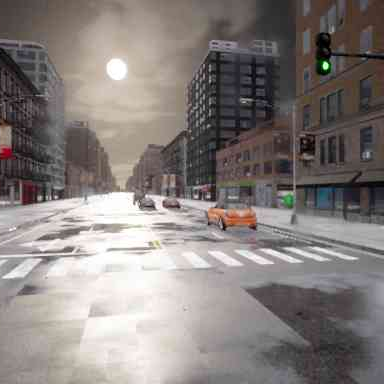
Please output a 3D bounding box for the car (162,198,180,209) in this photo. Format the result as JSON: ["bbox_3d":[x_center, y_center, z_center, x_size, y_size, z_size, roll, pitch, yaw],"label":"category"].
[{"bbox_3d":[-2.834,1.458,44.386,1.994,1.385,4.181,0,0,-12],"label":"car"}]

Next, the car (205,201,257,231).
[{"bbox_3d":[2.283,1.307,20.508,2.097,1.767,4.553,0,0,-12],"label":"car"}]

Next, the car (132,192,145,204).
[{"bbox_3d":[-9.135,1.081,57.792,2.150,2.045,5.566,0,0,-12],"label":"car"}]

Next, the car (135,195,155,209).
[{"bbox_3d":[-5.937,1.460,43.359,1.994,1.385,4.181,0,0,-12],"label":"car"}]
